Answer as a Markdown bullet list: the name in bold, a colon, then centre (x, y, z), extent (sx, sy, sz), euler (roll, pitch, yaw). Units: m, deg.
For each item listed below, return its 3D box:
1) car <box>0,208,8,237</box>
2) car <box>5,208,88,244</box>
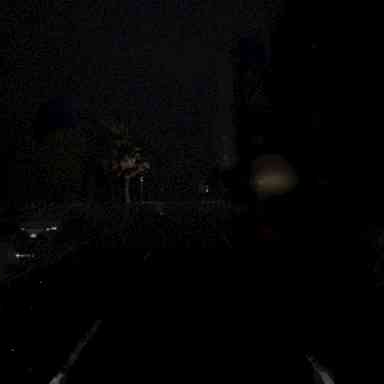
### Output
- **car**: centre (-9.851, 1.576, 16.542), extent (1.837, 1.490, 4.892), euler (0, 0, 0)
- **car**: centre (-6.600, 1.561, 16.287), extent (2.128, 1.511, 4.902), euler (0, 0, 0)
